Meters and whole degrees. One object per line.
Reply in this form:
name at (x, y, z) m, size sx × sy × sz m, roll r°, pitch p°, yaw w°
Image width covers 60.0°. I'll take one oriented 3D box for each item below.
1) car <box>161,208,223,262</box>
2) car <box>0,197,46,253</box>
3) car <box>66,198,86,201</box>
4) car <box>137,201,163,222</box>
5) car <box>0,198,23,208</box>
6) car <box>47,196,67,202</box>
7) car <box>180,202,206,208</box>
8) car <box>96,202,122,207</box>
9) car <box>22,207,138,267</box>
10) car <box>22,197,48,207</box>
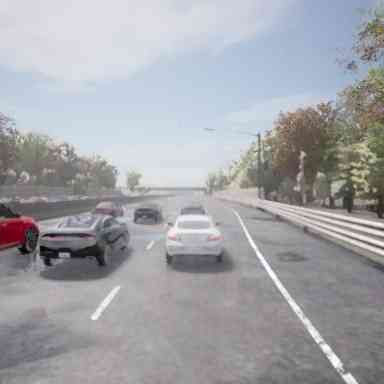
car at (0.074, 1.529, 12.058) m, size 1.812 × 1.442 × 4.674 m, roll 0°, pitch 0°, yaw 0°
car at (-6.935, 1.226, 10.387) m, size 2.150 × 2.045 × 5.566 m, roll 0°, pitch 0°, yaw 0°
car at (-17.557, 1.642, 52.238) m, size 1.895 × 1.301 × 4.718 m, roll 0°, pitch 0°, yaw 0°
car at (-3.429, 1.518, 26.596) m, size 1.837 × 1.490 × 4.892 m, roll 0°, pitch 0°, yaw 0°
car at (-28.050, 1.602, 51.039) m, size 1.994 × 1.385 × 4.181 m, roll 0°, pitch 0°, yaw 0°
car at (-21.054, 1.393, 52.302) m, size 2.097 × 1.767 × 4.553 m, roll 0°, pitch 0°, yaw 0°
car at (0.071, 1.503, 26.544) m, size 2.128 × 1.511 × 4.902 m, roll 0°, pitch 0°, yaw 0°
car at (-6.925, 1.537, 27.541) m, size 1.812 × 1.442 × 4.674 m, roll 0°, pitch 0°, yaw 0°
car at (-3.429, 1.494, 11.410) m, size 2.128 × 1.511 × 4.902 m, roll 0°, pitch 0°, yaw 0°
car at (-24.549, 1.566, 52.235) m, size 1.812 × 1.442 × 4.674 m, roll 0°, pitch 0°, yaw 0°
